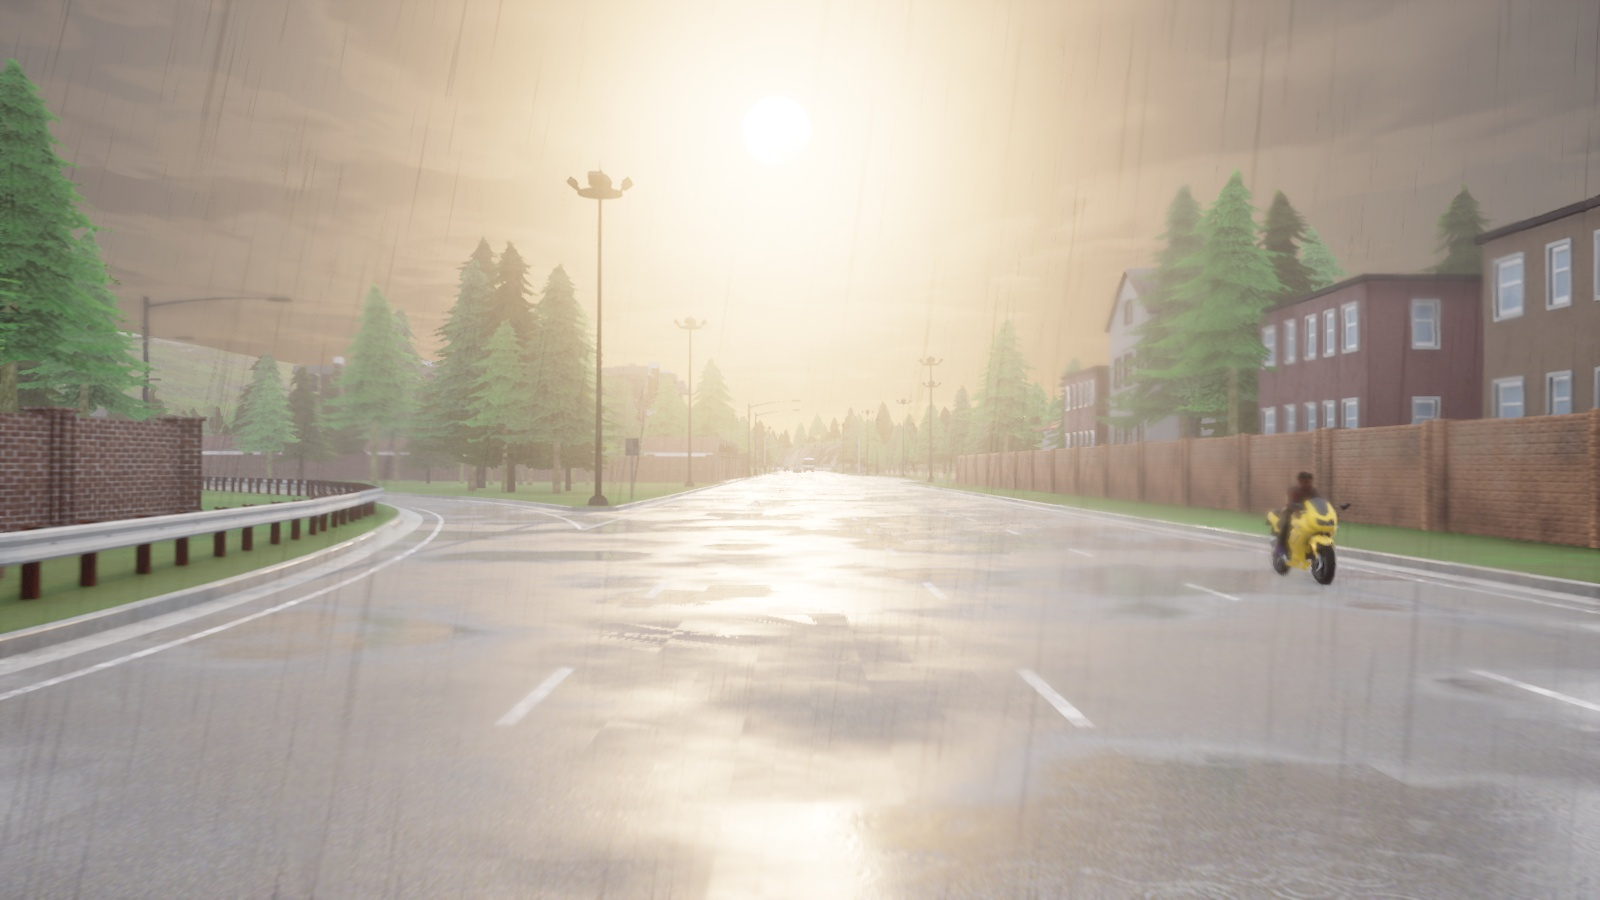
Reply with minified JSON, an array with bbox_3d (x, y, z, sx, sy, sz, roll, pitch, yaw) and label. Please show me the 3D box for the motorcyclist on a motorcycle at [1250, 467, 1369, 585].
[{"bbox_3d":[6.958,0.998,17.269,0.797,1.523,2.044,0,-1,0],"label":"motorcyclist on a motorcycle"}]
